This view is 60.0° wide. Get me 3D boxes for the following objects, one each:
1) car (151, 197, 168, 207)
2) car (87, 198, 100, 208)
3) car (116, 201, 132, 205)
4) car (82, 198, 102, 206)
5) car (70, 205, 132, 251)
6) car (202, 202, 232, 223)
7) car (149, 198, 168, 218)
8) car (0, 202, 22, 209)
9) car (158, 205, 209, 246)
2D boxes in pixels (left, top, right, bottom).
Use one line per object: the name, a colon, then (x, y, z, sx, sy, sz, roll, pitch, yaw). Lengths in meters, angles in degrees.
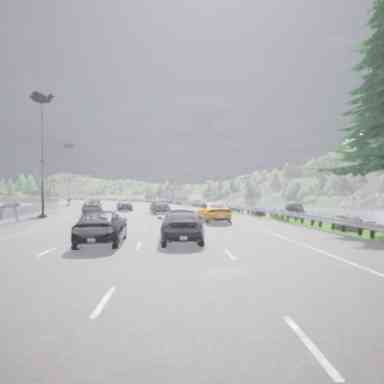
car: (-5.509, 1.725, 56.230, 1.882, 1.535, 5.008, 0, 0, -18)
car: (-16.808, 1.873, 56.662, 1.837, 1.490, 4.892, 0, 0, -20)
car: (-9.271, 1.850, 45.237, 1.895, 1.301, 4.718, 0, 0, -16)
car: (-10.665, 1.723, 35.399, 2.128, 1.511, 4.902, 0, 0, -13)
car: (-3.990, 1.584, 14.798, 2.128, 1.511, 4.902, 0, 0, -5)
car: (1.684, 1.548, 25.896, 1.882, 1.535, 5.008, 0, 0, -8)
car: (-3.743, 1.714, 37.629, 2.033, 1.411, 5.357, 0, 0, -14)
car: (-23.922, 1.962, 44.088, 1.994, 1.385, 4.181, -1, 0, -16)
car: (-0.536, 1.565, 15.557, 1.837, 1.490, 4.892, 0, 0, -5)
